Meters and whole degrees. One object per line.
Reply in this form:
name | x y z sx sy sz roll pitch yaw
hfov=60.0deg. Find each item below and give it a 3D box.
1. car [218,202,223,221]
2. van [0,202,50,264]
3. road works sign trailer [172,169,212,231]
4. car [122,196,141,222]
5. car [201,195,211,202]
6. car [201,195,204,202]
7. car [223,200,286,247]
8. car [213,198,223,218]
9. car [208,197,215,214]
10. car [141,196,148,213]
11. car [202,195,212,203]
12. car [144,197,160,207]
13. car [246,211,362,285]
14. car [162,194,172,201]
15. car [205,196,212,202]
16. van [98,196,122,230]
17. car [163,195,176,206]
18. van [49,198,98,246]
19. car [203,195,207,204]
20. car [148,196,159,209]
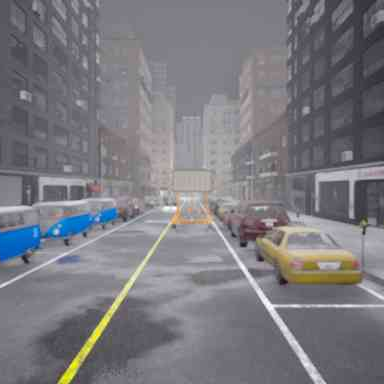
car | 2.854 1.513 20.243 1.802 1.307 4.206 -1 0 0
van | -5.680 1.311 9.070 1.690 1.788 3.998 -1 0 0
road works sign trailer | 0.004 0.396 20.072 2.380 3.560 2.880 0 0 0
car | -5.682 1.227 25.828 2.192 1.841 5.009 -1 0 0
car | 2.859 1.300 70.516 1.947 1.339 4.313 -1 0 0
car | 2.858 1.333 59.344 2.008 1.369 4.403 -1 0 0
car | 2.850 1.266 14.657 2.192 1.841 5.009 -1 0 0
car | 2.854 1.436 25.999 1.752 1.417 4.829 -1 0 0
car | 2.855 1.456 31.415 1.947 1.339 4.313 -1 0 0
car | -5.682 1.331 31.414 1.967 1.590 4.097 -1 0 0
car | 2.858 1.283 65.100 1.752 1.417 4.829 -1 0 0
car | -5.682 1.410 48.172 1.802 1.307 4.206 -1 0 0
car | 2.852 1.495 9.242 1.752 1.417 4.829 -1 0 0
car | -5.685 1.255 76.100 1.887 1.381 4.507 -1 0 0
car | 2.855 1.436 37.001 1.947 1.339 4.313 -1 0 0
van | -5.681 1.273 20.242 1.690 1.788 3.998 -1 0 0
car | -3.084 1.314 49.211 2.128 1.511 4.902 0 0 0
van | -5.681 1.292 14.657 1.690 1.788 3.998 -1 0 0
car | 2.856 1.400 42.587 2.008 1.369 4.403 -1 0 0
car | -5.683 1.289 42.585 1.967 1.590 4.097 -1 0 0
